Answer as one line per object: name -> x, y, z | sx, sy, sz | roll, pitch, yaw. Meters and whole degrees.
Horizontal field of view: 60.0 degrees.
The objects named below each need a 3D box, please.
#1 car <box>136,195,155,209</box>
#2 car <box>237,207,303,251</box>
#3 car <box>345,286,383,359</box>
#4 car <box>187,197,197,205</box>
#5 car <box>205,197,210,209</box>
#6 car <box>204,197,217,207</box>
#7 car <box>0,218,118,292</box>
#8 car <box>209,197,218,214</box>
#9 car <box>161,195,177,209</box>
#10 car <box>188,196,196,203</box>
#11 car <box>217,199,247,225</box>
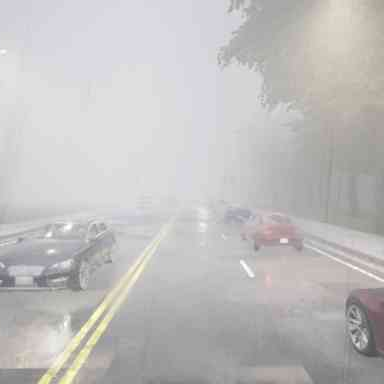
car -> -6.604, 1.403, 47.694 | 2.150, 2.045, 5.566 | 0, 0, 0
car -> 3.243, 1.553, 14.014 | 1.812, 1.442, 4.674 | 0, 0, 0
car -> 3.248, 1.508, 3.041 | 2.163, 1.488, 4.792 | 0, 0, 0
car -> -0.033, 1.859, 66.956 | 2.128, 1.511, 4.902 | 0, -1, 0
car -> 3.227, 1.683, 47.053 | 2.163, 1.488, 4.792 | 0, 0, 0
car -> 3.221, 1.701, 58.028 | 2.033, 1.649, 4.856 | 0, -1, 0
car -> -3.355, 1.506, 9.090 | 2.128, 1.511, 4.902 | 0, 0, 0
car -> 3.232, 1.571, 36.209 | 1.801, 1.575, 5.366 | 0, 0, 0
car -> -3.352, 1.416, 49.352 | 2.150, 2.045, 5.566 | 0, 0, 0
car -> -0.041, 1.889, 83.865 | 1.882, 1.535, 5.008 | 0, -1, 0
car -> 3.238, 1.543, 25.017 | 1.882, 1.535, 5.008 | 0, 0, 0
